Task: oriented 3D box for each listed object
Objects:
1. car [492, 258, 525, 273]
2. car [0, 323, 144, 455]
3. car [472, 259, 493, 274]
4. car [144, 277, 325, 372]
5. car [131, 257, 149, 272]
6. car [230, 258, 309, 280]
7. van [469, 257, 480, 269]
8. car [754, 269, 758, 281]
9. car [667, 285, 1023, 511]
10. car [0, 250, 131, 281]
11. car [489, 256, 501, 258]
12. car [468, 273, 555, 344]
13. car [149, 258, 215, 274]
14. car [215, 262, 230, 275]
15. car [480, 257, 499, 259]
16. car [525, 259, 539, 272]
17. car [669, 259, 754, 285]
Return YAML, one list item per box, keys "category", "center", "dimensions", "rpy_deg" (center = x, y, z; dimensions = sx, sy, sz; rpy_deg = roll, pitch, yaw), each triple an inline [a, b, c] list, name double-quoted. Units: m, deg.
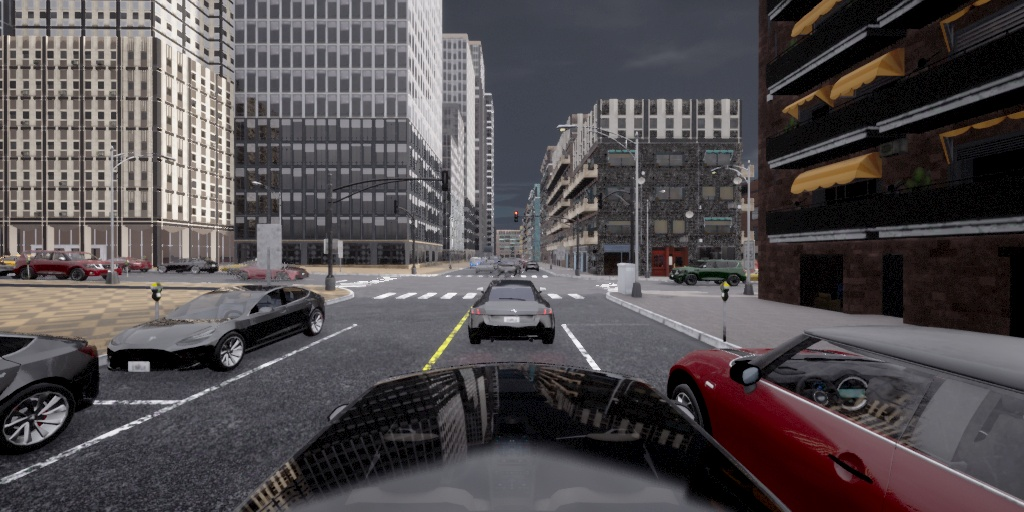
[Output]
- category: "car"
  center: [-0.217, 1.239, 36.213]
  dimensions: [2.128, 1.511, 4.902]
  rpy_deg: [0, 0, 8]
- category: "car"
  center: [-5.688, 1.316, 2.407]
  dimensions: [1.948, 1.339, 4.313]
  rpy_deg: [0, 0, 0]
- category: "car"
  center: [-3.186, 1.354, 41.898]
  dimensions: [1.895, 1.301, 4.718]
  rpy_deg: [0, 0, 0]
- category: "car"
  center: [-5.700, 1.315, 7.653]
  dimensions: [1.948, 1.339, 4.313]
  rpy_deg: [0, 0, 0]
- category: "car"
  center: [-33.168, 0.727, 30.478]
  dimensions: [4.207, 1.307, 1.802]
  rpy_deg: [0, 0, -1]
- category: "car"
  center: [-16.541, 1.037, 24.911]
  dimensions: [4.181, 1.385, 1.994]
  rpy_deg: [1, 0, -1]
- category: "van"
  center: [-5.810, 1.097, 57.264]
  dimensions: [1.690, 1.789, 3.998]
  rpy_deg: [0, 0, 0]
- category: "car"
  center: [21.303, 1.698, 31.215]
  dimensions: [4.829, 1.417, 1.751]
  rpy_deg: [0, 0, -1]
- category: "car"
  center: [2.693, 1.190, 2.427]
  dimensions: [1.967, 1.591, 4.097]
  rpy_deg: [0, 0, 0]
- category: "car"
  center: [-27.428, 0.591, 22.173]
  dimensions: [5.009, 1.841, 2.192]
  rpy_deg: [0, 0, -1]
- category: "car"
  center: [-3.204, 0.980, 62.361]
  dimensions: [2.150, 2.045, 5.566]
  rpy_deg: [0, 0, 0]
- category: "car"
  center: [-0.013, 1.314, 9.583]
  dimensions: [1.994, 1.385, 4.181]
  rpy_deg: [0, 0, 0]
- category: "car"
  center: [-27.550, 0.816, 30.554]
  dimensions: [4.313, 1.339, 1.948]
  rpy_deg: [0, 0, -1]
- category: "car"
  center: [-22.105, 0.880, 30.715]
  dimensions: [4.829, 1.417, 1.751]
  rpy_deg: [0, 0, -1]
- category: "car"
  center: [-3.204, 1.260, 51.888]
  dimensions: [1.837, 1.490, 4.892]
  rpy_deg: [0, 0, 0]
- category: "car"
  center: [2.593, 1.320, 47.317]
  dimensions: [1.948, 1.339, 4.313]
  rpy_deg: [0, 0, 0]
- category: "car"
  center: [15.524, 1.290, 28.542]
  dimensions: [5.566, 2.045, 2.150]
  rpy_deg: [1, 0, -1]
